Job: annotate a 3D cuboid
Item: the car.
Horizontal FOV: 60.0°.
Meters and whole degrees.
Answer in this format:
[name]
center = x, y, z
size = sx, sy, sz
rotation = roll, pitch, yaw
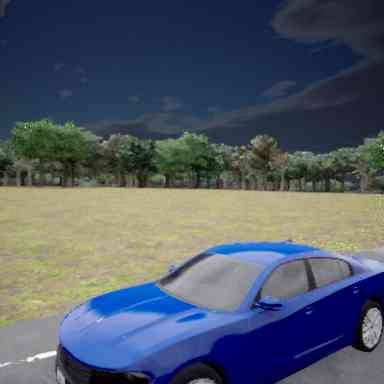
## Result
[car]
center = 0.808, 1.474, 4.568
size = 5.008, 1.535, 1.882
rotation = 0, 0, -35
